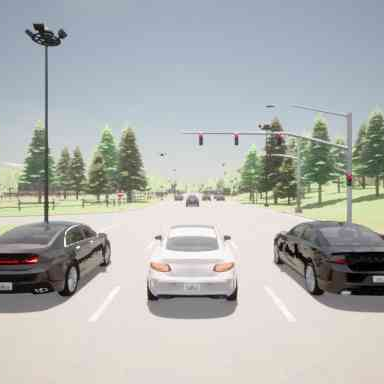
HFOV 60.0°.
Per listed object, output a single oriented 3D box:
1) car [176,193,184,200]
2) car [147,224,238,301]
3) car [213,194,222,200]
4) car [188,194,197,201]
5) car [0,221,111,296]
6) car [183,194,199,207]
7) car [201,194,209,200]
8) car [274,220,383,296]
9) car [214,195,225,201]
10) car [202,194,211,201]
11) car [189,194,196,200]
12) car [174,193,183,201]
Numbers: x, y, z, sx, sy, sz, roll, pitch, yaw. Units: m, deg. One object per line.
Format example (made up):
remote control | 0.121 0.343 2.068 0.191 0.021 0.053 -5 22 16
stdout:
car | -3.360 1.187 93.121 2.097 1.767 4.553 0 0 0
car | 0.019 1.526 8.210 1.812 1.442 4.674 0 0 0
car | 7.140 1.385 93.135 1.994 1.385 4.181 0 0 0
car | 0.125 1.347 83.112 2.097 1.767 4.553 0 0 0
car | -3.477 1.505 8.605 1.837 1.490 4.892 0 0 0
car | 0.078 1.352 52.083 2.097 1.767 4.553 0 0 0
car | 3.640 1.372 93.140 2.033 1.411 5.357 0 0 0
car | 3.525 1.478 8.700 1.882 1.535 5.008 0 0 0
car | 7.124 1.517 82.715 2.128 1.511 4.902 0 0 0
car | 3.625 1.347 83.107 2.097 1.767 4.553 0 0 0
car | 0.140 1.332 93.146 1.837 1.490 4.892 0 0 0
car | -3.375 1.544 83.114 1.994 1.385 4.181 0 0 0
